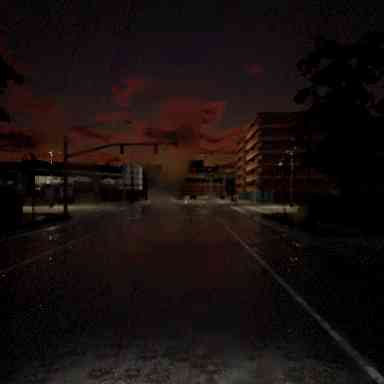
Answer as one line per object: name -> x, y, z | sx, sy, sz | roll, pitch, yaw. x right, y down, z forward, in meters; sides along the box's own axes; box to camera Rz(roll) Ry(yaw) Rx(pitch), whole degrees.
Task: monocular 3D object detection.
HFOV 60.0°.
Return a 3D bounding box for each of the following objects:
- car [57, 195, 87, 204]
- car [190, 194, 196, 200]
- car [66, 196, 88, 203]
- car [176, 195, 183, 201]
car -> -23.306, 1.378, 63.675 | 4.611, 1.667, 2.242 | 0, 0, 1
car -> 0.219, 1.467, 93.782 | 1.837, 1.490, 4.892 | 0, 0, 0
car -> -24.022, 1.546, 69.426 | 3.806, 1.475, 1.970 | 0, 0, 1
car -> -3.234, 1.613, 88.037 | 1.837, 1.490, 4.892 | 0, 0, 0
